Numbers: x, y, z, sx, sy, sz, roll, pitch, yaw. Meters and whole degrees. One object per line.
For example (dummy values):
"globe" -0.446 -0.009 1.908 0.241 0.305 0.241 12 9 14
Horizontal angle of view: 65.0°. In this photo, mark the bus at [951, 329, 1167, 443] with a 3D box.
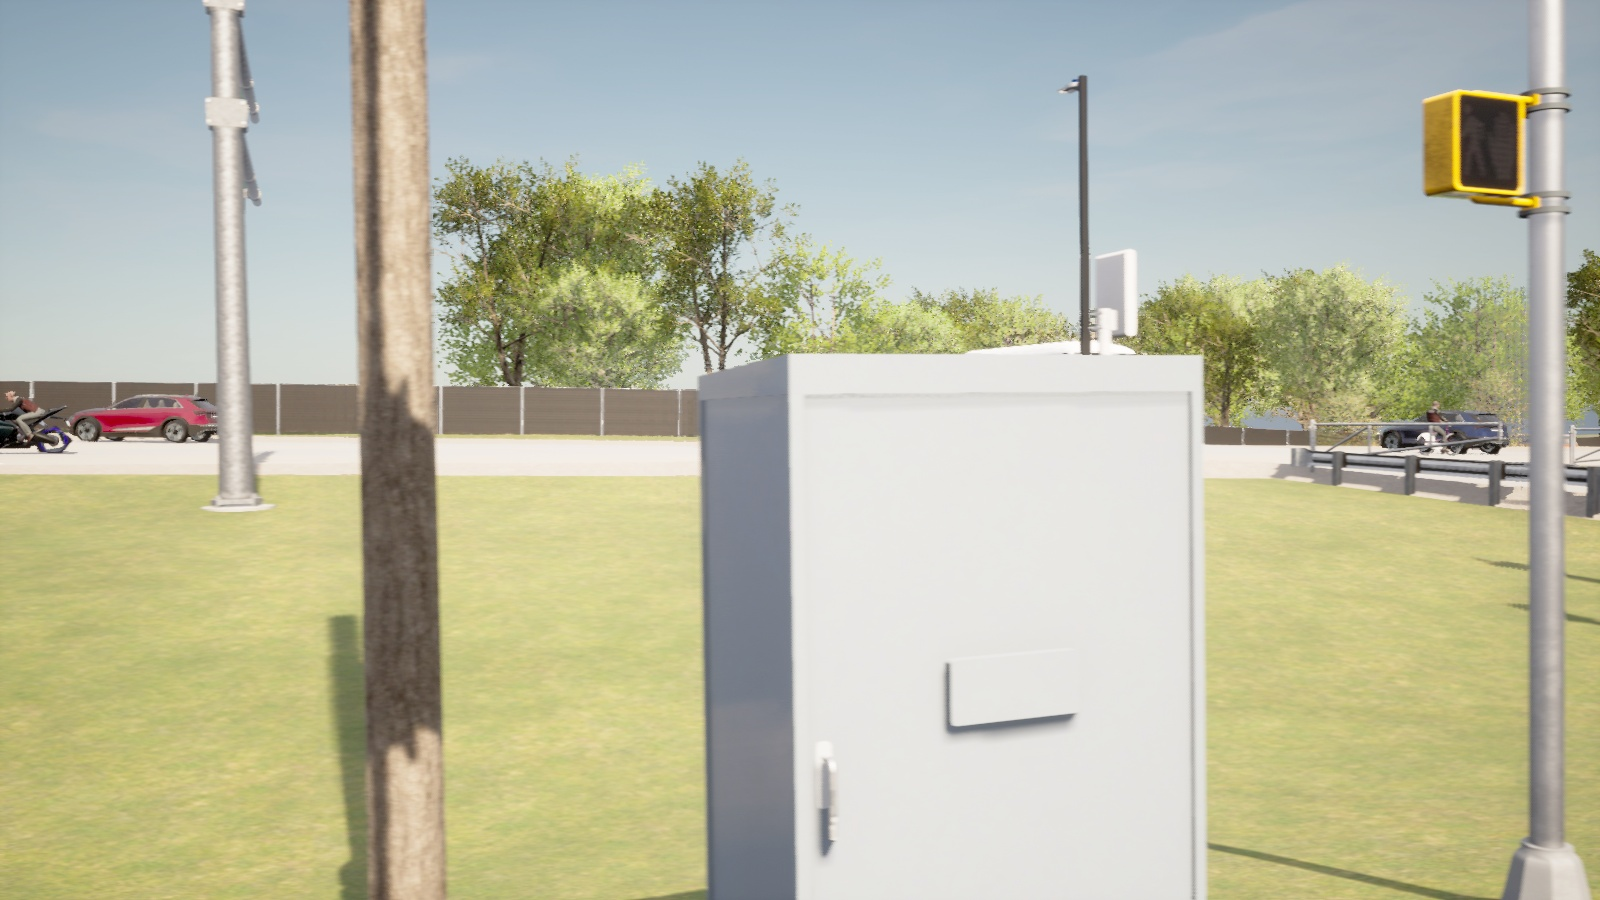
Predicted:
"bus" 10.392 -2.502 52.097 3.944 4.253 10.273 -1 1 -20

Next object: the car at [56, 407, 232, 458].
"car" -22.088 -0.599 42.430 4.856 1.649 2.033 -1 1 -1

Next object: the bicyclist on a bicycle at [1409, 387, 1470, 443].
"bicyclist on a bicycle" 20.548 -1.128 40.331 1.843 1.776 0.659 -1 1 -20

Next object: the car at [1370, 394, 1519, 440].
"car" 24.171 -1.205 47.287 2.033 1.649 4.856 -1 1 -21

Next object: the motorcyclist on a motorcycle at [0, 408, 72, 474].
"motorcyclist on a motorcycle" -18.593 -0.212 29.737 2.191 1.530 0.866 -1 1 -20
